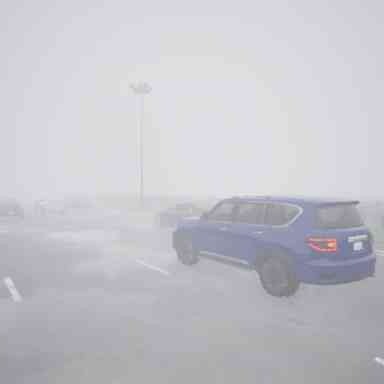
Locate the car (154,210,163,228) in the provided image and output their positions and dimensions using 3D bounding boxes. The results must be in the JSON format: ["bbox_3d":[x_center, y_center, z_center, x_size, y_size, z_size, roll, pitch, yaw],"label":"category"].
[{"bbox_3d":[-0.223,1.257,17.417,1.837,1.490,4.892,-1,1,-35],"label":"car"}]

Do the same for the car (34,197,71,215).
[{"bbox_3d":[-11.936,1.126,27.999,1.812,1.442,4.674,-1,1,-35],"label":"car"}]

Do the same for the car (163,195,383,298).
[{"bbox_3d":[1.670,1.099,8.616,2.150,2.045,5.566,-1,1,-35],"label":"car"}]

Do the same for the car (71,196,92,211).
[{"bbox_3d":[-11.626,1.084,33.674,1.994,1.385,4.181,-1,1,-35],"label":"car"}]

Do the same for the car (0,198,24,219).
[{"bbox_3d":[-13.302,1.184,23.854,1.812,1.442,4.674,-1,1,-35],"label":"car"}]
